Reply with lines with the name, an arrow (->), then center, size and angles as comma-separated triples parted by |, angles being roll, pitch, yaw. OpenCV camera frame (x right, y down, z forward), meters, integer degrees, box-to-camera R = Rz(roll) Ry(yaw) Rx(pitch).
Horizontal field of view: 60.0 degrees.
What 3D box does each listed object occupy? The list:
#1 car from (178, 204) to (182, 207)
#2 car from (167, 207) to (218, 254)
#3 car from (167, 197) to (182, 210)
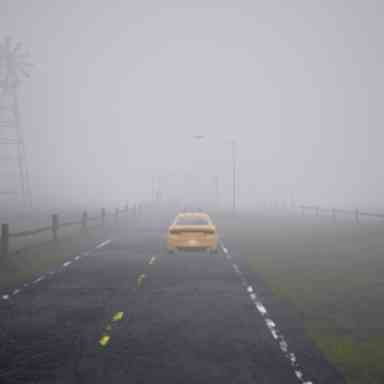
car -> 0.024, 1.914, 28.271 | 1.895, 1.301, 4.718 | 0, -1, 0
car -> 0.031, 1.635, 14.242 | 1.882, 1.535, 5.008 | 0, 0, 1
car -> -2.745, 1.821, 53.451 | 2.150, 2.045, 5.566 | 0, -1, 0
